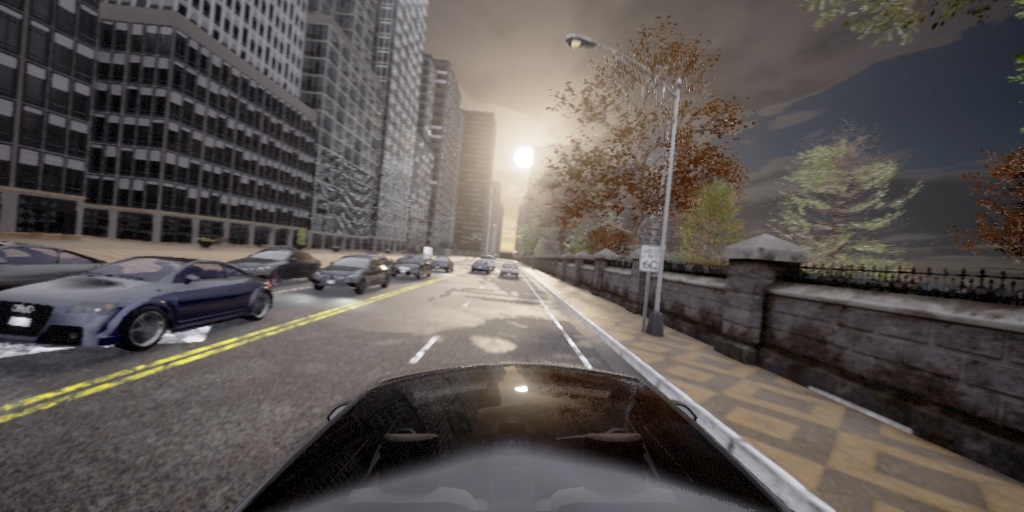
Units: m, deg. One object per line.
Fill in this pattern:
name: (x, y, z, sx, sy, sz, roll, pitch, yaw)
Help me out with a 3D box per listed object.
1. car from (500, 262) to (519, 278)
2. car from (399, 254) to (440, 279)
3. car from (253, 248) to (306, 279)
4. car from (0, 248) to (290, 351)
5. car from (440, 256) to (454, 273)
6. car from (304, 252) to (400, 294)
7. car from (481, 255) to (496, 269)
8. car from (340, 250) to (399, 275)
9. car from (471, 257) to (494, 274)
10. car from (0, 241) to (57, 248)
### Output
car: (-0.256, 1.491, 37.554, 1.895, 1.301, 4.718, 5, 0, 0)
car: (-6.756, 0.703, 24.766, 2.128, 1.511, 4.902, 5, 0, 0)
car: (-9.927, 0.391, 15.359, 1.812, 1.442, 4.674, 5, 0, -1)
car: (-6.625, 0.704, 6.822, 1.994, 1.385, 4.181, 5, 0, 0)
car: (-6.810, 0.780, 35.058, 1.812, 1.442, 4.674, 5, 0, 0)
car: (-6.694, 0.700, 15.571, 1.812, 1.442, 4.674, 5, 0, 0)
car: (-3.528, 0.871, 51.666, 2.150, 2.045, 5.566, 5, 0, 0)
car: (-10.006, 0.454, 25.736, 2.033, 1.411, 5.357, 5, 0, 0)
car: (-3.460, 1.162, 40.166, 1.994, 1.385, 4.181, 5, 0, -1)
car: (-9.861, 0.395, 6.652, 1.994, 1.385, 4.181, 5, 0, -1)
